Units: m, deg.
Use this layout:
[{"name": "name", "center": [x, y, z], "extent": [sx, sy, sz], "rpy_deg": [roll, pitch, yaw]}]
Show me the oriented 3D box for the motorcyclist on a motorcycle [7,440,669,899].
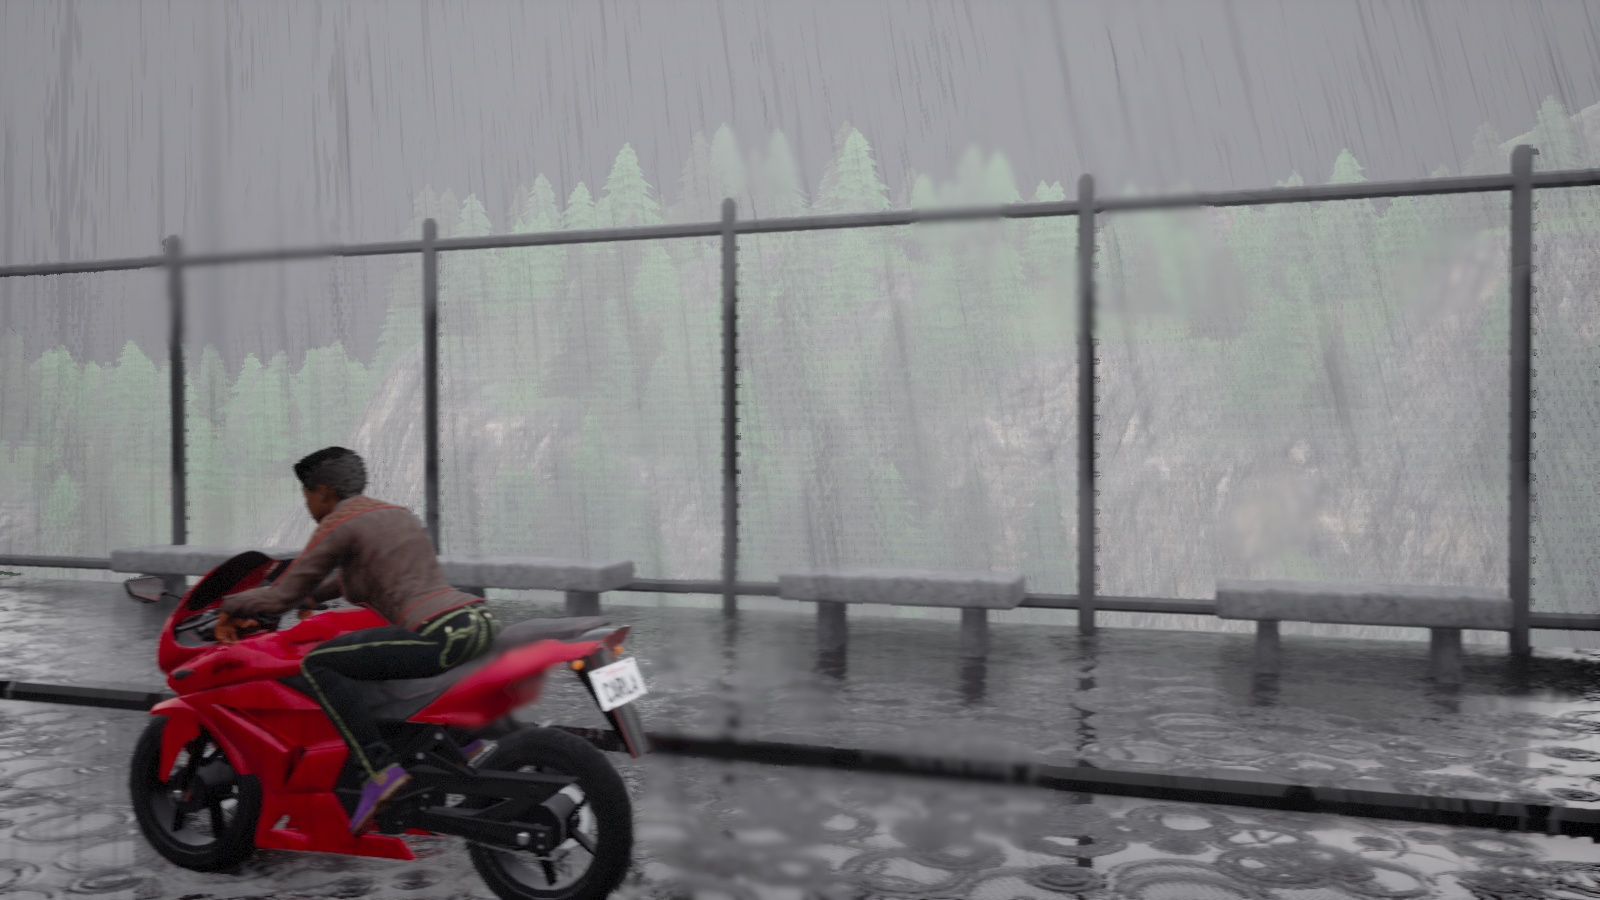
[{"name": "motorcyclist on a motorcycle", "center": [-1.545, 0.735, 4.240], "extent": [2.044, 1.523, 0.797], "rpy_deg": [1, 1, 19]}]
